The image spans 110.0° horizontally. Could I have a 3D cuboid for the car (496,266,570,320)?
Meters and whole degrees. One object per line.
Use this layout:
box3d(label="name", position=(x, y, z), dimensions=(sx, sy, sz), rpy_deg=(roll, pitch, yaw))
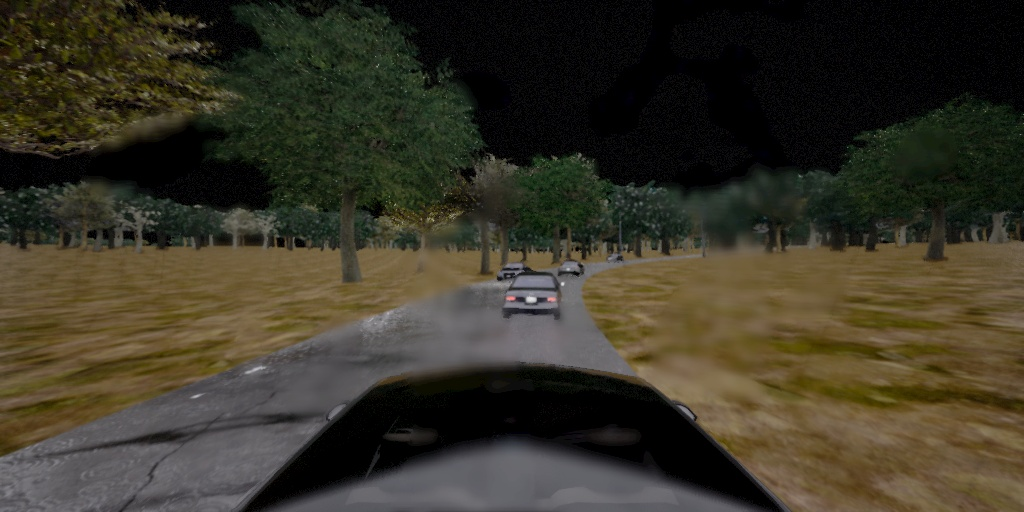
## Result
box3d(label="car", position=(0.845, 1.264, 12.576), dimensions=(2.033, 1.411, 5.357), rpy_deg=(0, 0, 7))

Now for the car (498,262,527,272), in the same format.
box3d(label="car", position=(0.268, 1.169, 26.392), dimensions=(1.994, 1.385, 4.181), rpy_deg=(0, 1, 15))

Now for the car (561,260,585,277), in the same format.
box3d(label="car", position=(5.483, 1.083, 32.753), dimensions=(1.994, 1.385, 4.181), rpy_deg=(0, 1, 19))
